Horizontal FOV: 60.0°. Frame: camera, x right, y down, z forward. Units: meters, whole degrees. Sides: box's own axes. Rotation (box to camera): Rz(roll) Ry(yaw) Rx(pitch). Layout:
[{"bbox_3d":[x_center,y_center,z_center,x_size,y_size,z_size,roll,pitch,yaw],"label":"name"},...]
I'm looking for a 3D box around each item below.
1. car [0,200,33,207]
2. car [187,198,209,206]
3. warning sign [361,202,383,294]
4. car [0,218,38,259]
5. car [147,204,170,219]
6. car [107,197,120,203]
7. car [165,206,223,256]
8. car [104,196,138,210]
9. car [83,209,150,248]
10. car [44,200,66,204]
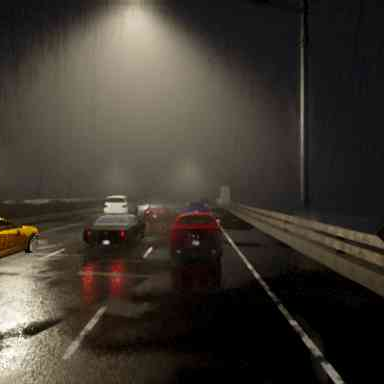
[{"bbox_3d":[-20.609,1.720,39.215,2.128,1.511,4.902,0,0,1],"label":"car"},{"bbox_3d":[0.464,1.666,33.702,1.882,1.535,5.008,0,0,1],"label":"car"},{"bbox_3d":[4.555,1.153,7.101,1.300,1.860,1.060,-1,-1,0],"label":"warning sign"},{"bbox_3d":[-6.875,1.535,10.837,1.882,1.535,5.008,0,0,1],"label":"car"},{"bbox_3d":[-3.103,1.772,30.502,1.895,1.301,4.718,0,0,1],"label":"car"},{"bbox_3d":[-19.065,1.838,80.559,1.994,1.385,4.181,0,0,3],"label":"car"},{"bbox_3d":[0.161,1.549,13.477,1.882,1.535,5.008,0,0,1],"label":"car"},{"bbox_3d":[-6.589,1.398,31.237,2.150,2.045,5.566,0,0,1],"label":"car"},{"bbox_3d":[-3.320,1.682,15.224,1.895,1.301,4.718,0,0,1],"label":"car"},{"bbox_3d":[-17.054,1.718,41.357,1.882,1.535,5.008,0,0,2],"label":"car"}]
